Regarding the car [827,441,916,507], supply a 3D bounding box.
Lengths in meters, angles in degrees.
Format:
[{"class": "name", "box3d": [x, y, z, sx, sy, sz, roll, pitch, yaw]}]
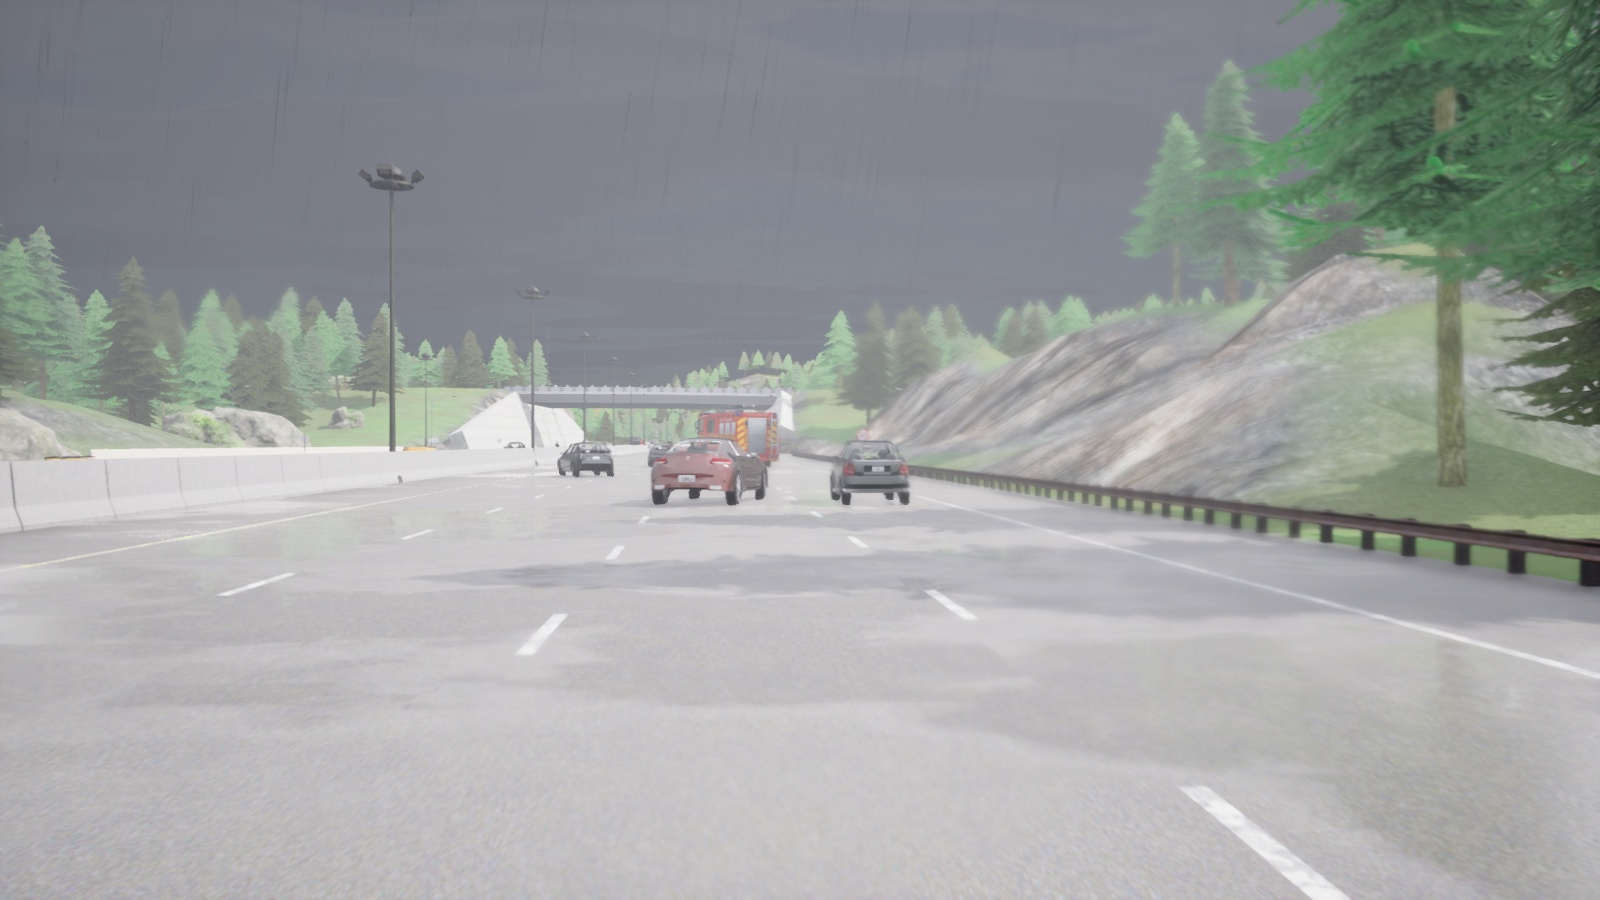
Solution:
[{"class": "car", "box3d": [1.730, 0.551, 31.629, 1.789, 1.549, 3.705, 0, 0, -4]}]

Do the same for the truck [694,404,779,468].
[{"class": "truck", "box3d": [-4.153, -0.862, 79.626, 2.891, 3.827, 8.468, 0, 0, -21]}]

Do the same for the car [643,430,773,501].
[{"class": "car", "box3d": [-2.219, 0.347, 31.923, 2.152, 1.651, 5.027, 0, 0, 10]}]

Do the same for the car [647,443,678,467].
[{"class": "car", "box3d": [-8.651, 0.314, 79.398, 1.816, 1.474, 4.193, 0, 0, -4]}]

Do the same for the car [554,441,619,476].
[{"class": "car", "box3d": [-9.733, 0.371, 56.982, 2.007, 1.525, 4.514, 0, 0, -22]}]
